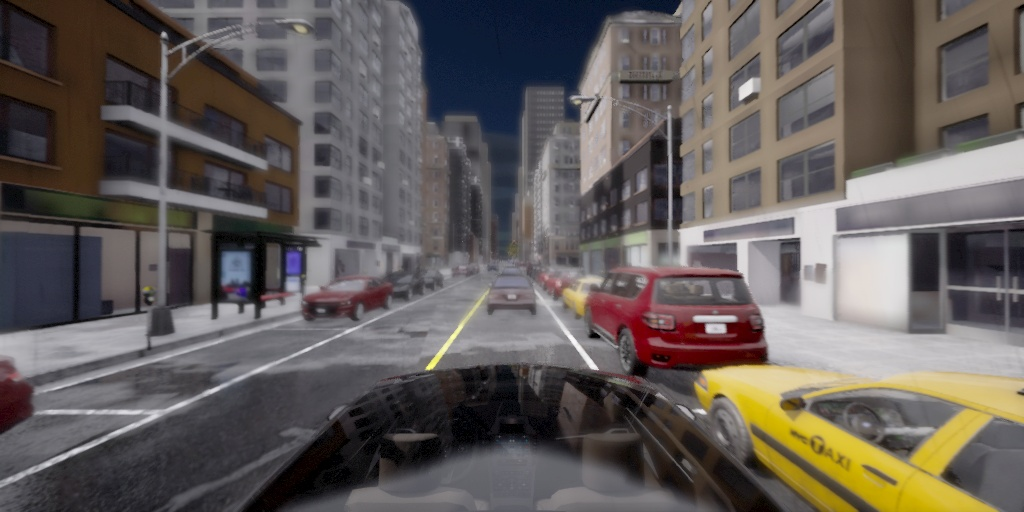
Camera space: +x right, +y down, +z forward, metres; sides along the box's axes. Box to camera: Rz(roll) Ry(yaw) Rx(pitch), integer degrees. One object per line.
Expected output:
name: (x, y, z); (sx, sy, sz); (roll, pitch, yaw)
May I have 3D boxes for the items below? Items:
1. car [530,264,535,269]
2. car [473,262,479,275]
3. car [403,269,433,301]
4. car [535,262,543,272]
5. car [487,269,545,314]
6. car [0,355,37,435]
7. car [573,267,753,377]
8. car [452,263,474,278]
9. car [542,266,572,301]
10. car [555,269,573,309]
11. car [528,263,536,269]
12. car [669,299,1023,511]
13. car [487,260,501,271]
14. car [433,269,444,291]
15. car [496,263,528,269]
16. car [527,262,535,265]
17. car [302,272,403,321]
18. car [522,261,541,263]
car: (2.849, 1.574, 29.498); (2.007, 1.370, 4.403); (0, 0, 0)
car: (-5.683, 1.753, 46.059); (1.948, 1.339, 4.313); (0, 0, 0)
car: (-5.674, 1.481, 18.434); (1.948, 1.339, 4.313); (0, 0, 0)
car: (2.850, 1.409, 23.974); (1.967, 1.591, 4.097); (0, 0, 0)
car: (0.005, 1.423, 14.386); (2.033, 1.411, 5.357); (0, -1, 0)
car: (-5.669, 1.334, 1.860); (1.802, 1.307, 4.207); (0, 0, 0)
car: (2.855, 1.121, 7.404); (2.192, 1.841, 5.009); (0, 0, 0)
car: (-5.681, 1.714, 40.534); (1.802, 1.307, 4.207); (0, 0, 0)
car: (2.852, 1.355, 18.451); (1.967, 1.591, 4.097); (0, 0, 0)
car: (2.854, 1.386, 13.098); (1.751, 1.417, 4.829); (0, 0, 0)
car: (2.847, 1.629, 35.021); (2.007, 1.370, 4.403); (0, 0, 0)
car: (2.858, 1.277, 2.051); (1.751, 1.417, 4.829); (0, 0, 0)
car: (-3.029, 1.856, 58.378); (2.033, 1.411, 5.357); (0, -1, 0)
car: (-5.675, 1.535, 23.959); (1.948, 1.339, 4.313); (0, 0, 0)
car: (0.000, 1.570, 29.392); (2.033, 1.411, 5.357); (0, -1, 0)
car: (2.845, 1.698, 40.544); (1.948, 1.339, 4.313); (0, 0, 0)
car: (-5.672, 1.405, 12.910); (1.888, 1.381, 4.507); (0, 0, 0)
car: (2.843, 1.502, 46.068); (2.192, 1.841, 5.009); (0, 0, 0)
